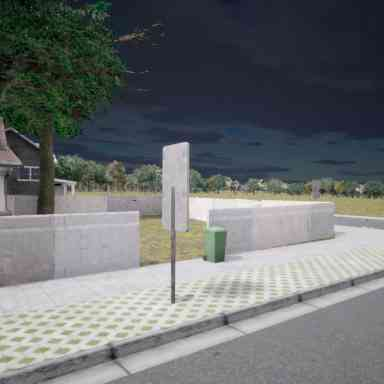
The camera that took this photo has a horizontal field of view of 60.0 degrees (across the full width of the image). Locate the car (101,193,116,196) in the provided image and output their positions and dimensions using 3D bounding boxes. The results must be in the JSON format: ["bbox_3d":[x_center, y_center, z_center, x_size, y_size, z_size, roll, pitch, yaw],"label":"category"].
[{"bbox_3d":[-15.109,0.828,60.288,1.994,1.385,4.181,1,0,-35],"label":"car"}]

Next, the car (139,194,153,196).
[{"bbox_3d":[-6.862,1.001,48.875,2.033,1.411,5.357,1,0,-35],"label":"car"}]
